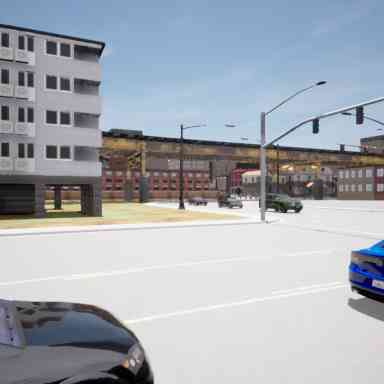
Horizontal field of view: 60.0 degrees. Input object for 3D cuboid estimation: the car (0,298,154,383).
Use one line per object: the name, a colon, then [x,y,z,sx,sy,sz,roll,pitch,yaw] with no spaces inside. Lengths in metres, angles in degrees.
car: [-2.428,1.564,2.750,4.181,1.385,1.994,0,0,-32]

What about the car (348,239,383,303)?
car: [5.550,1.477,6.903,5.008,1.535,1.882,0,0,-25]

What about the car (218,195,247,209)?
car: [5.266,1.525,46.429,1.812,1.442,4.674,0,0,-25]

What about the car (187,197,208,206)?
car: [0.845,1.546,55.880,2.033,1.411,5.357,0,0,-20]

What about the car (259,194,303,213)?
car: [9.782,1.222,36.978,2.150,2.045,5.566,0,0,-26]
